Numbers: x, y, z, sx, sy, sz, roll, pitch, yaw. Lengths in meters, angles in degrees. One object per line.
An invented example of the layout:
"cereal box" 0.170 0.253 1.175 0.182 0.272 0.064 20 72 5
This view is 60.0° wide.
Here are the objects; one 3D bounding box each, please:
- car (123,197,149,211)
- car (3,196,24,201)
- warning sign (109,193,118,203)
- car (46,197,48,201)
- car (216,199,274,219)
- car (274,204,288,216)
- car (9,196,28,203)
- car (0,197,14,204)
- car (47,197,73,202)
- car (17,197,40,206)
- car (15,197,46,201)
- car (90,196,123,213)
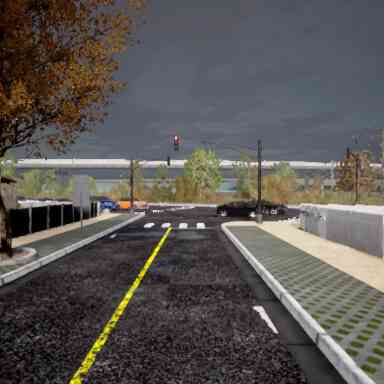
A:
"car" -7.840 1.503 43.894 4.553 1.767 2.097 -1 2 36
"car" -32.872 1.987 62.220 4.718 1.301 1.895 -1 2 36
"warning sign" -14.240 1.073 60.248 1.060 1.860 1.300 2 1 36
"car" -30.518 1.714 68.536 4.902 1.511 2.128 -1 2 36
"car" 4.609 1.594 30.855 5.008 1.535 1.882 -1 1 36
"car" 6.984 1.485 33.125 5.008 1.535 1.882 -1 2 36
"car" -38.955 1.681 74.663 4.892 1.490 1.837 -1 2 36
"car" -40.864 1.827 72.036 5.357 1.411 2.033 -1 2 36
"car" -20.330 1.749 52.988 5.008 1.535 1.882 -1 1 36
"car" -32.431 1.825 65.913 4.902 1.511 2.128 -1 2 36
"car" -25.882 1.939 53.020 4.674 1.442 1.812 -1 2 36
"car" -11.899 1.499 42.826 5.566 2.045 2.150 0 2 36
